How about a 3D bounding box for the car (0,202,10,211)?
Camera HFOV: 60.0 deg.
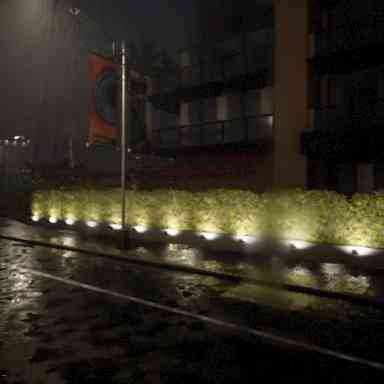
[{"bbox_3d":[-21.044,1.312,33.432,2.033,1.411,5.357,0,0,27],"label":"car"}]
